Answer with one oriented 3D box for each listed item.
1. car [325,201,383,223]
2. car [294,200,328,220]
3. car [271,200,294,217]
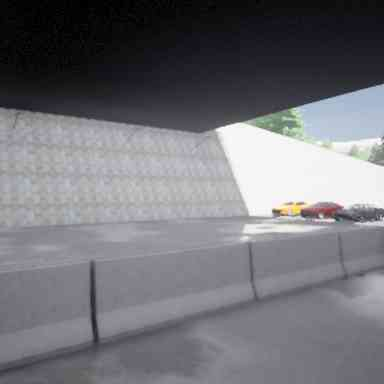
[{"bbox_3d":[13.230,1.627,26.294,5.357,1.411,2.033,0,0,-35],"label":"car"},{"bbox_3d":[11.573,1.558,29.408,5.008,1.535,1.882,0,0,-35],"label":"car"},{"bbox_3d":[9.865,1.560,32.489,5.008,1.535,1.882,0,0,-35],"label":"car"}]
